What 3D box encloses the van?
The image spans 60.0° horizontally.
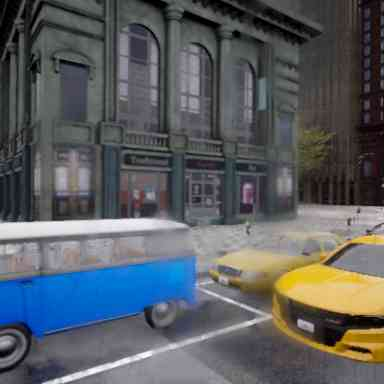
[{"bbox_3d":[-1.807,1.358,5.363,3.998,1.788,1.690,1,-1,-35],"label":"van"}]

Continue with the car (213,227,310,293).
[{"bbox_3d":[2.642,1.604,8.535,4.829,1.417,1.752,1,-1,-35],"label":"car"}]

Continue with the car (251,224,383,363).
[{"bbox_3d":[3.559,1.547,5.915,5.008,1.535,1.882,1,0,-35],"label":"car"}]

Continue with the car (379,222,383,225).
[{"bbox_3d":[7.369,1.726,11.906,4.206,1.307,1.802,1,-1,-35],"label":"car"}]
